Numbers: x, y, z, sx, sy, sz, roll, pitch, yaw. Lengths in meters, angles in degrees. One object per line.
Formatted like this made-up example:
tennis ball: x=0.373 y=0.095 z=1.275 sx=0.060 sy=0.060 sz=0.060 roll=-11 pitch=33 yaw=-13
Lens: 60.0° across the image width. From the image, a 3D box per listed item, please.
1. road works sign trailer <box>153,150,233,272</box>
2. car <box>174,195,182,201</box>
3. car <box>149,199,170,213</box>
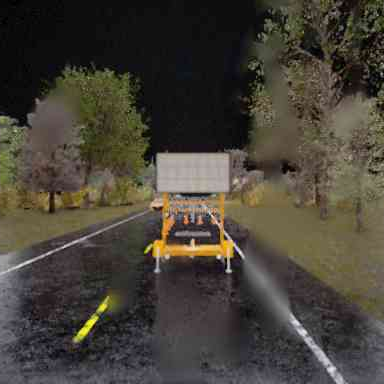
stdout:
road works sign trailer: x=0.037 y=0.451 z=10.717 sx=2.380 sy=3.560 sz=2.880 roll=0 pitch=0 yaw=0
car: x=-3.259 y=1.323 z=78.022 sx=1.812 sy=1.442 sz=4.674 roll=0 pitch=0 yaw=0
car: x=-3.486 y=1.458 z=36.425 sx=1.882 sy=1.535 sz=5.008 roll=0 pitch=0 yaw=0
